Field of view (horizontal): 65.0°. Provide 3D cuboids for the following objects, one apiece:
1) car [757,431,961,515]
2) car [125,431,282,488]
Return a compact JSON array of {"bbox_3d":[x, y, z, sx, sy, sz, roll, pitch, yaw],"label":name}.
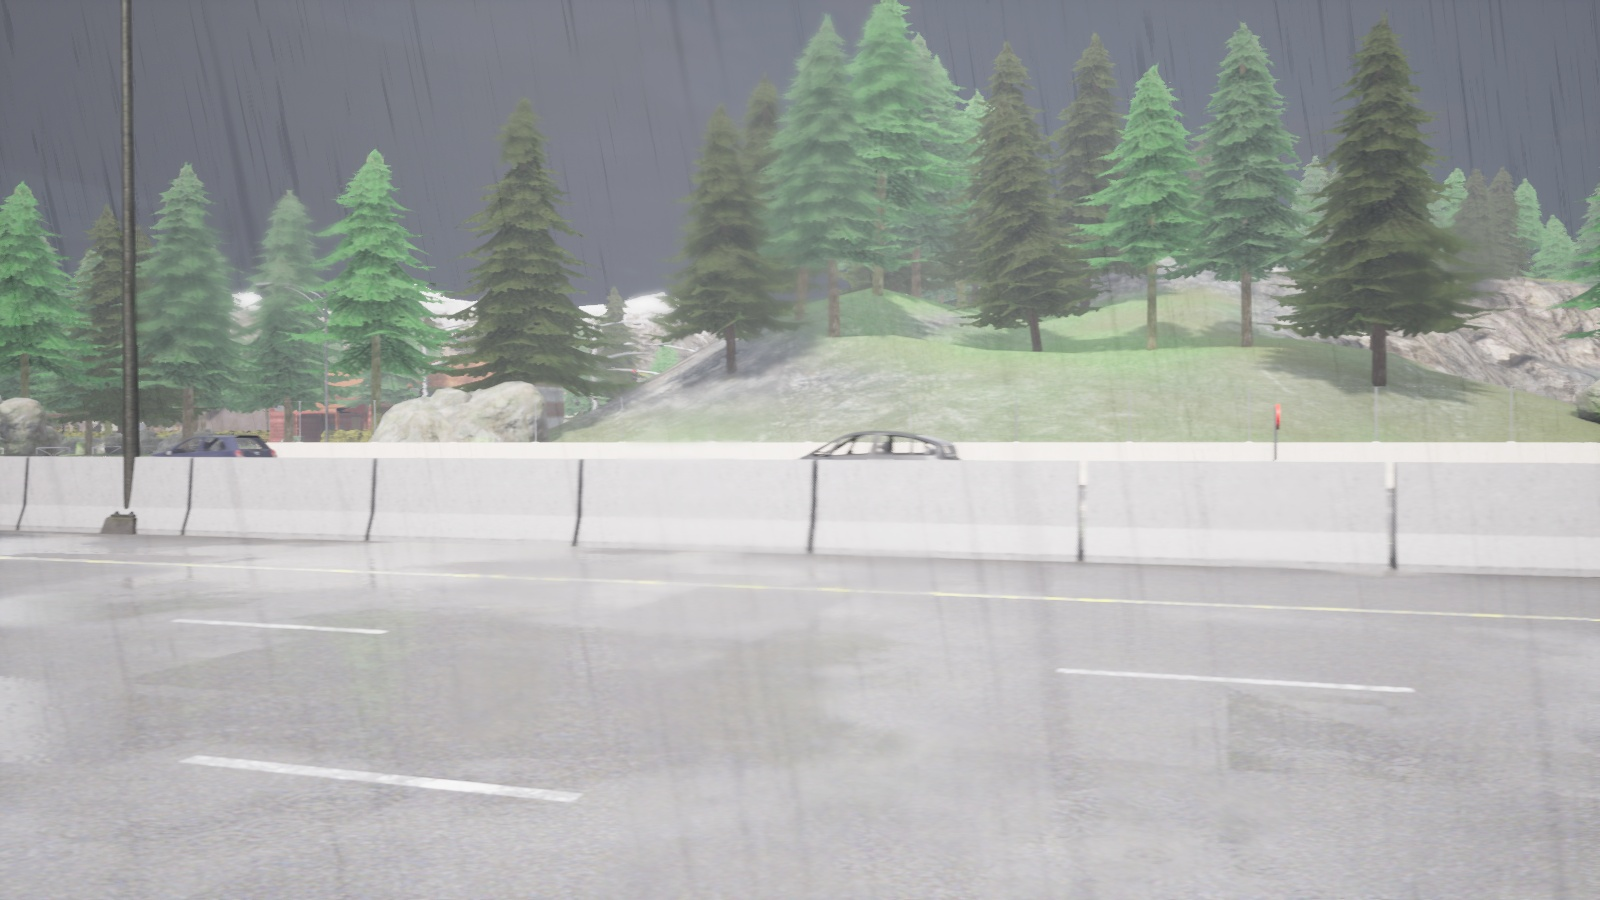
[{"bbox_3d":[1.193,0.410,24.946,3.705,1.549,1.789,1,1,19],"label":"car"},{"bbox_3d":[-16.400,0.225,34.558,3.633,1.501,1.845,1,1,19],"label":"car"}]
